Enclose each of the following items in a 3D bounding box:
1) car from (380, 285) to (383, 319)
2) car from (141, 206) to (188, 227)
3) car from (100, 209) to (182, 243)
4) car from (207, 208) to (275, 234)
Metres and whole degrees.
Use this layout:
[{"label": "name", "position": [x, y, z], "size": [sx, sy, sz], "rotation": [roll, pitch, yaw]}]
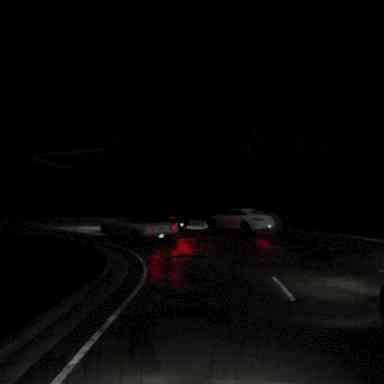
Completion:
[{"label": "car", "position": [3.784, 1.257, 2.533], "size": [2.150, 2.045, 5.566], "rotation": [0, -1, 2]}, {"label": "car", "position": [-2.499, 1.670, 20.995], "size": [4.892, 1.490, 1.837], "rotation": [0, -2, 38]}, {"label": "car", "position": [-2.866, 1.731, 16.913], "size": [1.895, 1.301, 4.718], "rotation": [1, -1, -41]}, {"label": "car", "position": [2.932, 1.707, 20.556], "size": [1.812, 1.442, 4.674], "rotation": [1, -1, -38]}]
